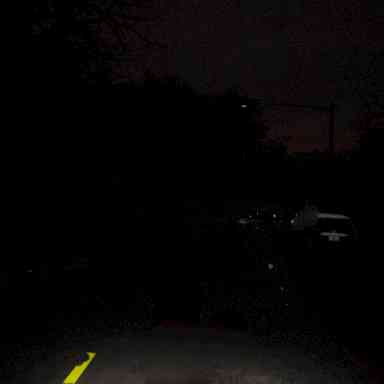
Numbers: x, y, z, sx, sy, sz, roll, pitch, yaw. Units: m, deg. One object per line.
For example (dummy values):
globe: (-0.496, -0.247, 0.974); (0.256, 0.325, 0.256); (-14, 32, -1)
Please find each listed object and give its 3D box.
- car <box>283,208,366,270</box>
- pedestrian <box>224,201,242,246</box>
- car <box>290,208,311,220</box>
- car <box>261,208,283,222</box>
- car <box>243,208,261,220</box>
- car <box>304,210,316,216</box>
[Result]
car: (4.394, 1.456, 11.319); (1.970, 1.475, 3.806); (3, 0, 10)
pedestrian: (1.684, 1.226, 13.478); (0.375, 1.860, 0.375); (5, -2, -3)
car: (14.795, 3.011, 45.221); (1.837, 1.490, 4.892); (2, -2, 28)
car: (8.490, 2.303, 32.598); (1.994, 1.385, 4.181); (2, -2, 25)
car: (7.246, 2.452, 37.499); (1.895, 1.301, 4.718); (2, -2, 27)
car: (26.298, 4.680, 73.980); (1.994, 1.385, 4.181); (2, -2, 28)
